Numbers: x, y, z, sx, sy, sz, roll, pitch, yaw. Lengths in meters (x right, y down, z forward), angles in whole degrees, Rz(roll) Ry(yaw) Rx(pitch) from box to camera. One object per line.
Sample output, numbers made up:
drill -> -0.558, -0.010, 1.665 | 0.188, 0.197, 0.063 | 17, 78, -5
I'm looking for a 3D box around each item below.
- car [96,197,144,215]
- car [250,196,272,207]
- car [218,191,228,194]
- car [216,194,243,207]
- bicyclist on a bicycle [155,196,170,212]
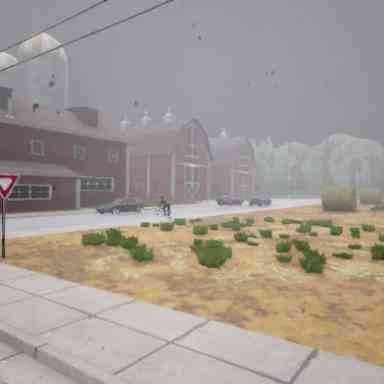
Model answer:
car -> -6.494, 1.271, 30.433 | 1.837, 1.490, 4.892 | 1, 0, 35
car -> 9.914, 1.301, 47.728 | 1.837, 1.490, 4.892 | 1, 0, 35
car -> 5.183, 0.870, 54.488 | 1.905, 1.878, 3.866 | 6, 1, -8
car -> 5.435, 1.365, 47.541 | 1.895, 1.301, 4.718 | 1, 0, 35
bicyclist on a bicycle -> -2.043, 1.135, 23.713 | 1.656, 1.620, 0.582 | 0, 0, 35
